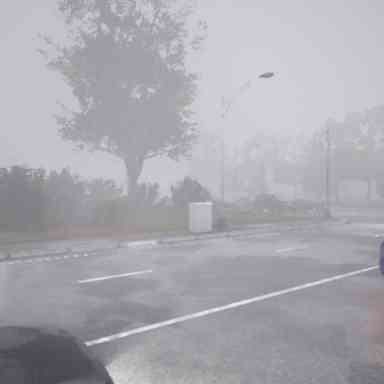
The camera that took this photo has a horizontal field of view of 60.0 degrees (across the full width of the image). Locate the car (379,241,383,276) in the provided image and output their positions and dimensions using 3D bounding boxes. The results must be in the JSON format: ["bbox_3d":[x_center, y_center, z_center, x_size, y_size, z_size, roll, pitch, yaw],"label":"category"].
[{"bbox_3d":[6.795,1.482,8.599,5.008,1.535,1.882,0,0,-36],"label":"car"}]

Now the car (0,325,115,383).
[{"bbox_3d":[-2.507,1.563,1.955,4.181,1.385,1.994,0,0,-36],"label":"car"}]

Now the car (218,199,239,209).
[{"bbox_3d":[4.019,1.602,45.350,1.895,1.301,4.718,0,0,-33],"label":"car"}]

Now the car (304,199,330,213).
[{"bbox_3d":[13.153,1.505,37.523,2.128,1.511,4.902,0,0,-33],"label":"car"}]

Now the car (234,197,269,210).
[{"bbox_3d":[8.097,1.511,45.466,1.837,1.490,4.892,0,0,-32],"label":"car"}]

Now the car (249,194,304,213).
[{"bbox_3d":[9.283,1.233,37.124,2.150,2.045,5.566,0,0,-31],"label":"car"}]
